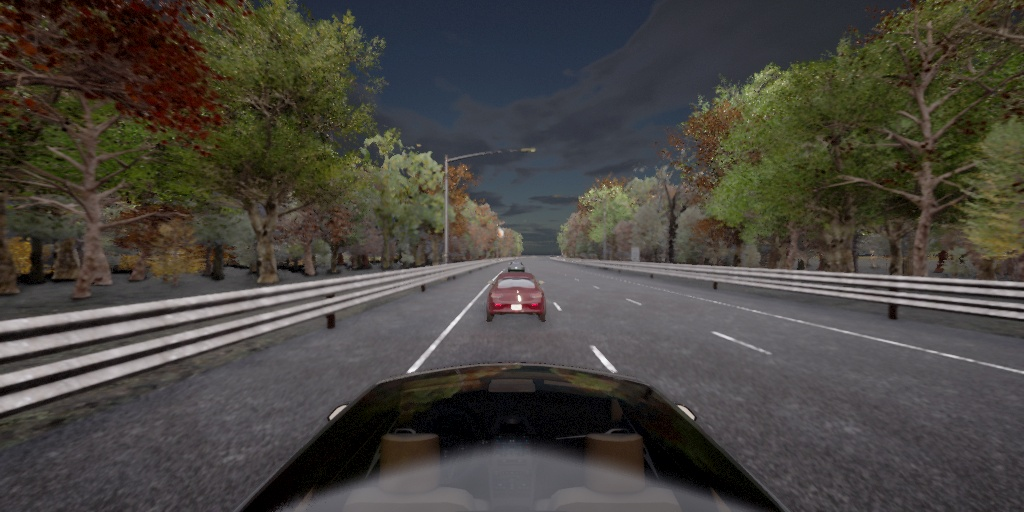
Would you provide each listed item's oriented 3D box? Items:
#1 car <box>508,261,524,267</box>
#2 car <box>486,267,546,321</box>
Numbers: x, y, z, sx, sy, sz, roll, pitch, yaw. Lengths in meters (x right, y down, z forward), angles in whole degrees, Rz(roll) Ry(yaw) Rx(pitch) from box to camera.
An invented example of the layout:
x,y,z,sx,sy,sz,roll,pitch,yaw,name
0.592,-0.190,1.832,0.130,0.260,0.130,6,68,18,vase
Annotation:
x,y,z,sx,sy,sz,roll,pitch,yaw,name
0.516,1.301,42.545,1.994,1.385,4.181,0,0,1,car
0.138,1.273,12.352,1.812,1.442,4.674,0,0,0,car
